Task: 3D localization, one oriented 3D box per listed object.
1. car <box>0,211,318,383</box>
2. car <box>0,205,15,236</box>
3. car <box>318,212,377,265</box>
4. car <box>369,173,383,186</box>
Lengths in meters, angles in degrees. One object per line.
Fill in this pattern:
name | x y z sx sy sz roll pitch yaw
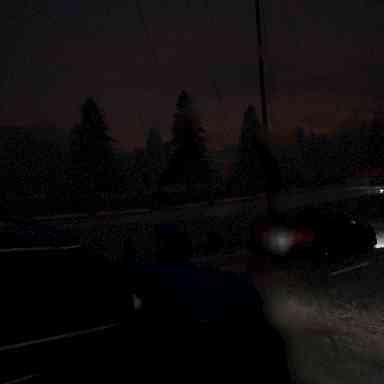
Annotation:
car | -1.666 1.223 2.558 5.566 2.045 2.150 0 0 -35
car | -11.928 1.492 16.979 4.902 1.511 2.128 0 0 -35
car | 4.342 1.371 11.142 4.181 1.385 1.994 -3 2 -35
car | 24.780 -1.609 42.929 4.892 1.490 1.837 -7 4 -35
